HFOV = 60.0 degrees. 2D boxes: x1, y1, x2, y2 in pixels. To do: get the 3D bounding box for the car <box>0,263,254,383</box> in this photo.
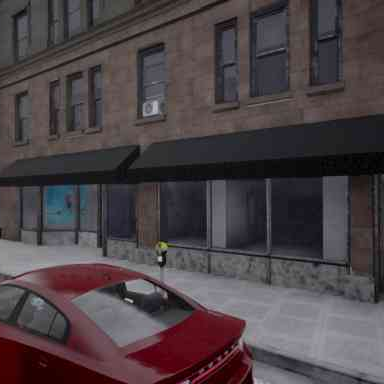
[{"bbox_3d":[-1.519,1.545,3.932,4.507,1.381,1.887,0,0,35],"label":"car"}]
